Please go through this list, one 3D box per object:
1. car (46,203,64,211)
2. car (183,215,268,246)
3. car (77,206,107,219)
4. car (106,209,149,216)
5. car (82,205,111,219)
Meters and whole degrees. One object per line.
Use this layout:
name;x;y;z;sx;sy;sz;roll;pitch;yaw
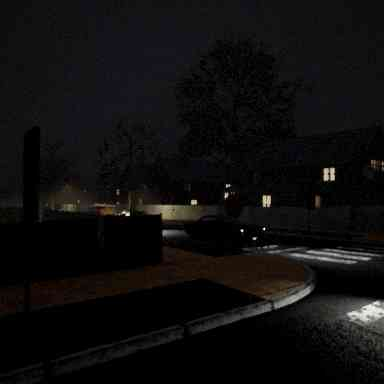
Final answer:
car;-19.281;2.318;46.666;1.837;1.490;4.892;1;-2;-35
car;1.597;1.879;17.073;1.895;1.301;4.718;1;-2;-35
car;-10.568;2.354;34.214;1.994;1.385;4.181;1;-2;-36
car;-4.396;2.077;25.517;2.033;1.411;5.357;1;-2;-35
car;-11.796;2.448;41.039;1.882;1.535;5.008;1;-2;-35
